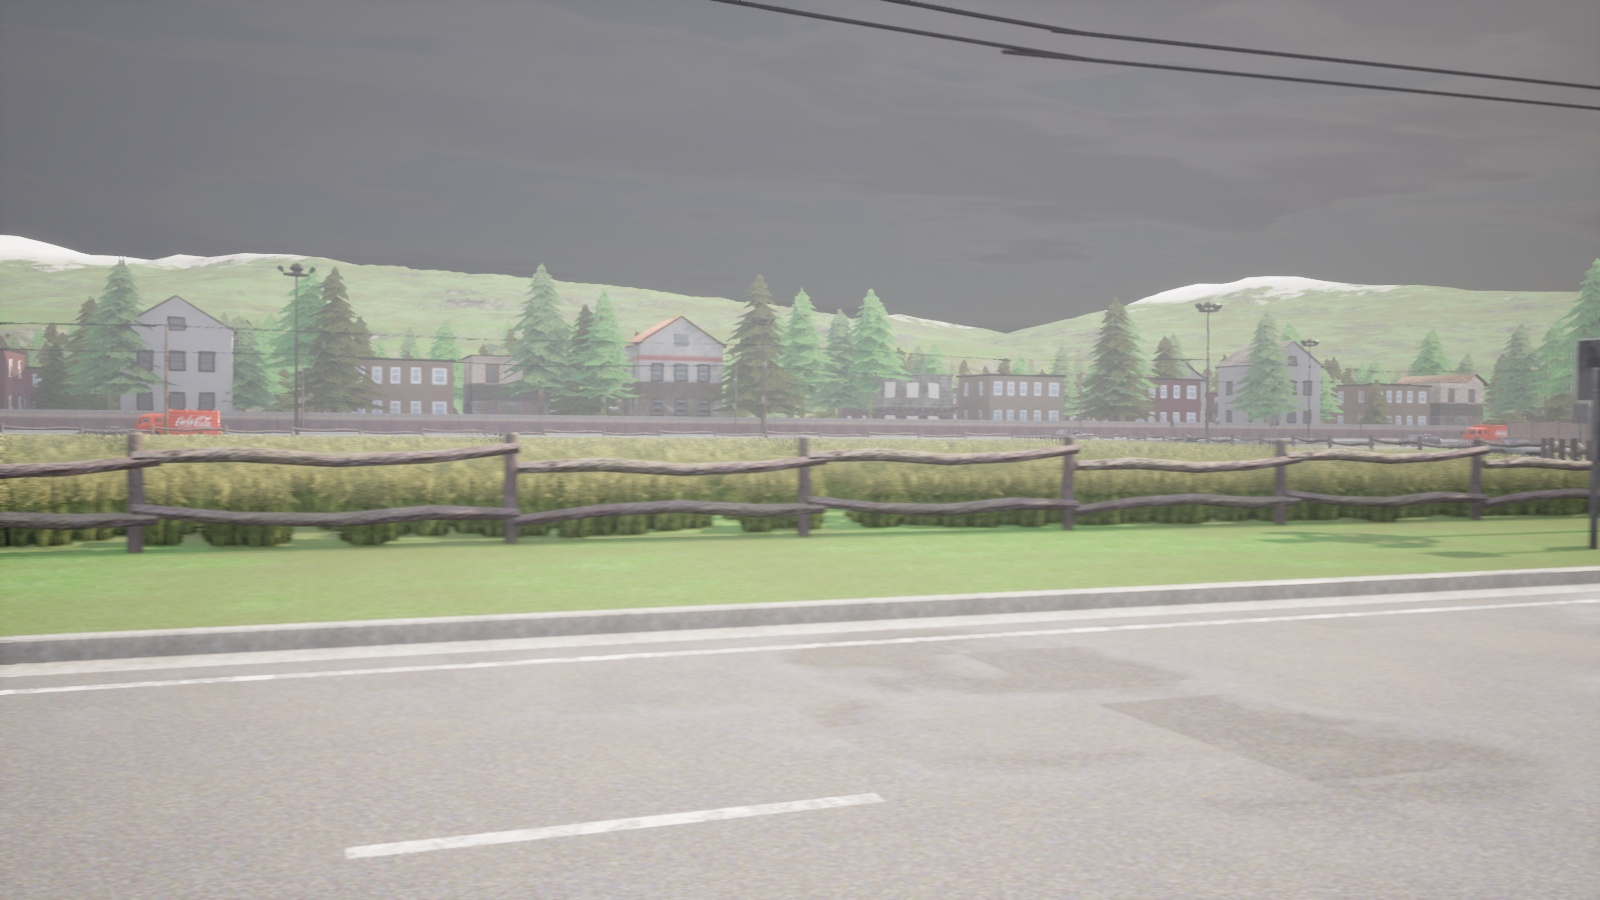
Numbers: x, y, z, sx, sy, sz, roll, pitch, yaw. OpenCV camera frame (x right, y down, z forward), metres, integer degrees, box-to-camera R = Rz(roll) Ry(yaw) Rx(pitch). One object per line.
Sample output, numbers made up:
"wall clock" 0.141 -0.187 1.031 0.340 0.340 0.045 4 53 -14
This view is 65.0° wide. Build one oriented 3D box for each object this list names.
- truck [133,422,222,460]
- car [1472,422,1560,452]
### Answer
"truck" -42.842 -0.614 86.530 5.204 2.467 2.627 -1 1 -21
"car" 34.296 -0.639 60.272 1.994 1.385 4.181 -1 1 4
